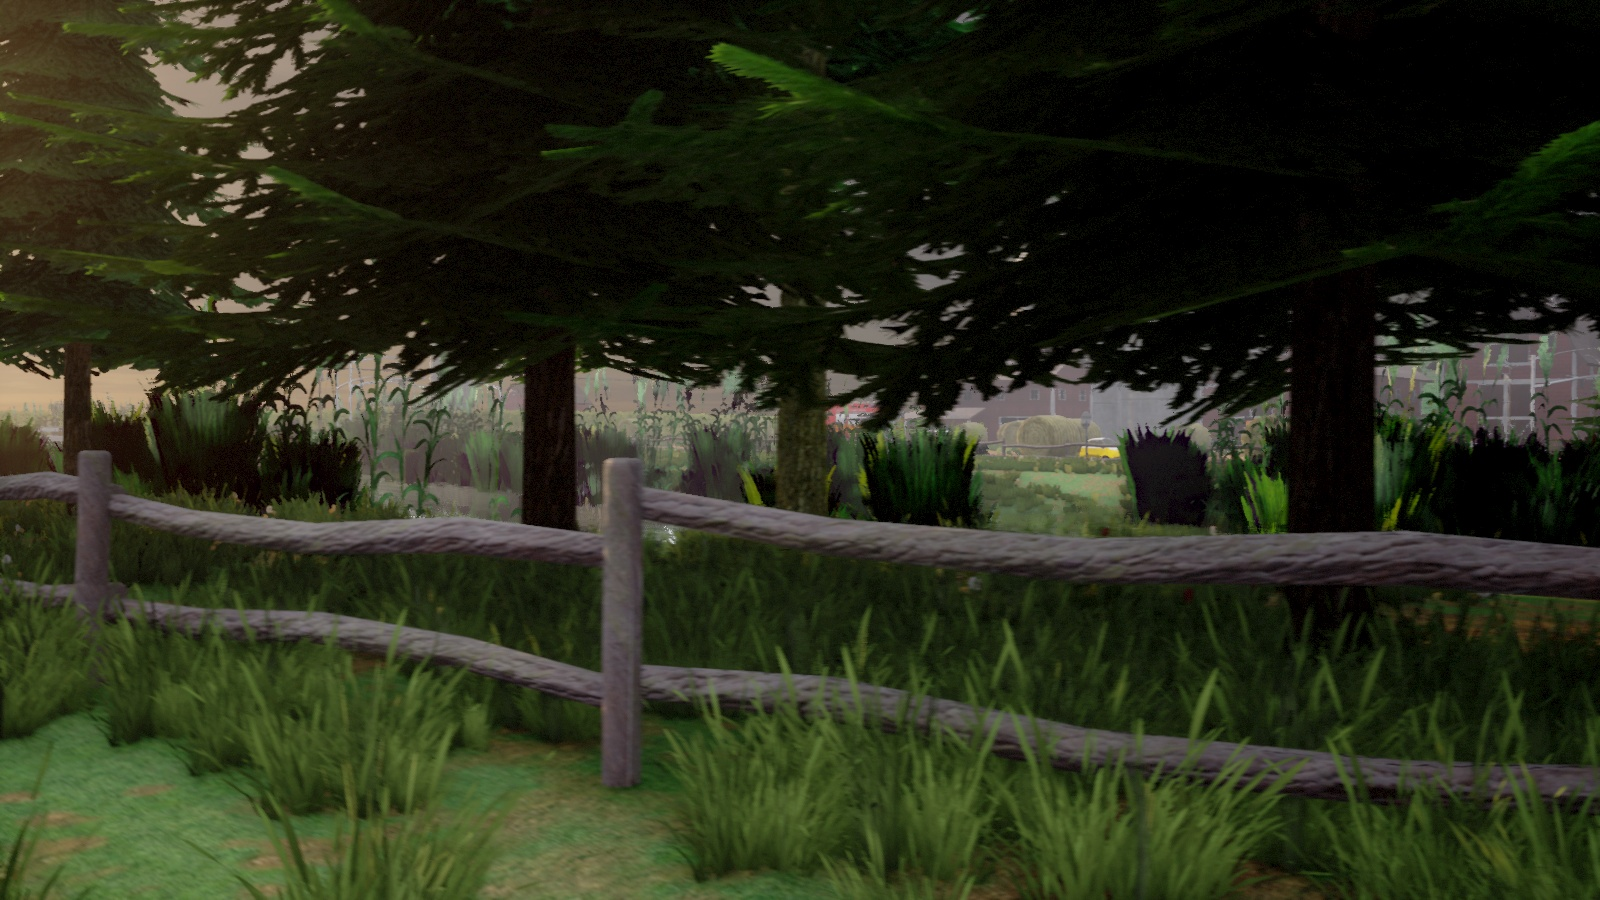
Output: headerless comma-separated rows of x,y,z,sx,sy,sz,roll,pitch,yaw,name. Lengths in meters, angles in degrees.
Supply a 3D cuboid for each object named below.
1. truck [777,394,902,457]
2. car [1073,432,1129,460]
2.439,-1.550,80.441,2.891,3.827,8.468,-1,1,-43,truck
14.823,-0.193,61.791,1.481,1.376,2.207,-1,1,-43,car
